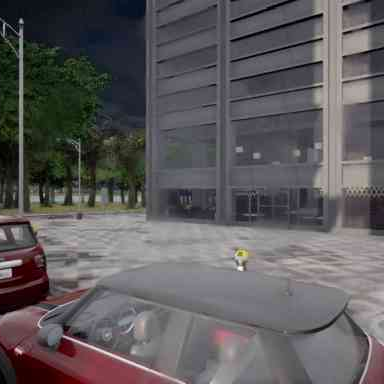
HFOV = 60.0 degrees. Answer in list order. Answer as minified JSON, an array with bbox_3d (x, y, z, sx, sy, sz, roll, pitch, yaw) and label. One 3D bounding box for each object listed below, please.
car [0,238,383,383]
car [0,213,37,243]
[{"bbox_3d":[-0.351,1.440,3.212,4.097,1.590,1.967,0,0,35],"label":"car"},{"bbox_3d":[-4.780,1.315,6.367,5.009,1.841,2.192,0,0,35],"label":"car"}]
